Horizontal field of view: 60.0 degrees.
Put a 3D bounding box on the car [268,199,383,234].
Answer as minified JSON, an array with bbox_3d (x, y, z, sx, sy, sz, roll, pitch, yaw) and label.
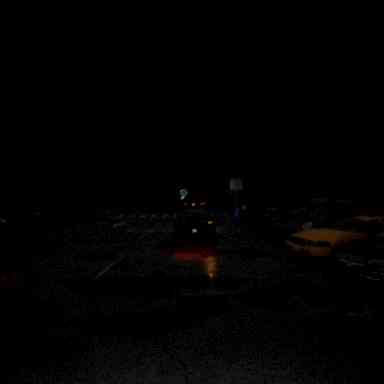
[{"bbox_3d":[6.037,1.356,14.573,4.553,1.767,2.185,1,0,-20],"label":"car"}]

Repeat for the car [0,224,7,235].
[{"bbox_3d":[-5.098,1.490,4.711,2.128,1.511,4.902,0,0,0],"label":"car"}]

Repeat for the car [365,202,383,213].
[{"bbox_3d":[31.426,2.592,54.787,1.946,1.575,5.366,2,-1,-21],"label":"car"}]

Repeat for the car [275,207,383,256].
[{"bbox_3d":[5.834,1.477,11.536,5.366,1.575,1.946,1,0,-20],"label":"car"}]

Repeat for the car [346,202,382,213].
[{"bbox_3d":[28.105,2.493,54.567,2.231,1.521,4.892,2,-1,-21],"label":"car"}]

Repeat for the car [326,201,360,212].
[{"bbox_3d":[24.713,2.389,54.536,2.231,1.521,4.892,2,-1,-21],"label":"car"}]

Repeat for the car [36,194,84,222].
[{"bbox_3d":[-10.965,1.227,24.869,5.566,2.045,2.435,-1,0,-20],"label":"car"}]

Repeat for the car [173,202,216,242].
[{"bbox_3d":[0.106,1.472,16.391,1.882,1.535,5.008,0,0,0],"label":"car"}]

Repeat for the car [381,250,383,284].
[{"bbox_3d":[6.026,1.514,5.704,4.792,1.488,2.163,1,0,-20],"label":"car"}]

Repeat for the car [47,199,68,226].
[{"bbox_3d":[-10.948,1.480,21.865,4.892,1.521,2.231,-1,0,-20],"label":"car"}]

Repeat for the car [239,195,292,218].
[{"bbox_3d":[6.033,1.227,23.458,5.566,2.045,2.435,1,0,-20],"label":"car"}]

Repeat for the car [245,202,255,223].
[{"bbox_3d":[6.006,1.519,20.482,4.674,1.452,2.002,1,0,-20],"label":"car"}]

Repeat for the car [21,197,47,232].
[{"bbox_3d":[-10.914,1.354,18.851,4.553,1.767,2.185,-1,0,-20],"label":"car"}]

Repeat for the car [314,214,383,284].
[{"bbox_3d":[6.005,1.485,8.653,4.892,1.521,2.231,1,0,-20],"label":"car"}]

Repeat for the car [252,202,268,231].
[{"bbox_3d":[6.011,1.481,17.524,4.892,1.521,2.231,1,0,-20],"label":"car"}]

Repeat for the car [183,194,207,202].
[{"bbox_3d":[0.248,1.223,32.759,2.150,2.045,5.566,0,0,2],"label":"car"}]

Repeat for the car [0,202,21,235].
[{"bbox_3d":[-10.975,1.356,15.813,4.553,1.767,2.185,-1,0,-20],"label":"car"}]
